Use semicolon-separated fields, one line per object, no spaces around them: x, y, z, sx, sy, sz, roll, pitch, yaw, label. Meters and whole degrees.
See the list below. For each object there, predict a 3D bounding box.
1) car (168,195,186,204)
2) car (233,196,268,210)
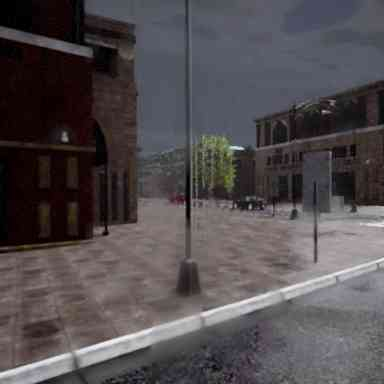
-2.120;1.044;49.350;1.887;1.381;4.507;0;0;-27;car
5.832;1.095;33.809;2.008;1.369;4.403;0;0;-27;car
